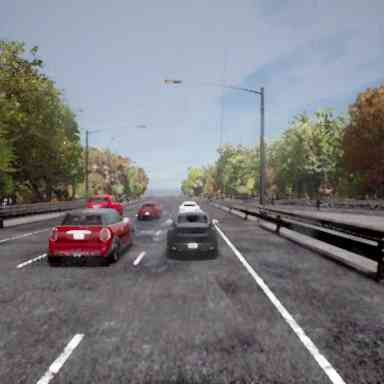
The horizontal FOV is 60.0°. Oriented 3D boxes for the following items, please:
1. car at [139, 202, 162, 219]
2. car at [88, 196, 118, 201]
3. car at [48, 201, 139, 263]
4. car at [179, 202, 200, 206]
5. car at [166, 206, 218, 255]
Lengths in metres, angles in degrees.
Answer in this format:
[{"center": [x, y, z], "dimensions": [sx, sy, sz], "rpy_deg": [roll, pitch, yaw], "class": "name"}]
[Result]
[{"center": [-3.737, 1.615, 29.753], "dimensions": [1.812, 1.442, 4.674], "rpy_deg": [0, 0, -1], "class": "car"}, {"center": [-7.196, 1.304, 27.693], "dimensions": [2.150, 2.045, 5.566], "rpy_deg": [0, 0, -1], "class": "car"}, {"center": [-3.484, 1.383, 12.316], "dimensions": [2.097, 1.767, 4.553], "rpy_deg": [0, 0, 0], "class": "car"}, {"center": [-0.234, 1.613, 29.698], "dimensions": [1.812, 1.442, 4.674], "rpy_deg": [0, 0, -1], "class": "car"}, {"center": [0.010, 1.539, 13.462], "dimensions": [1.837, 1.490, 4.892], "rpy_deg": [0, 0, 0], "class": "car"}]
